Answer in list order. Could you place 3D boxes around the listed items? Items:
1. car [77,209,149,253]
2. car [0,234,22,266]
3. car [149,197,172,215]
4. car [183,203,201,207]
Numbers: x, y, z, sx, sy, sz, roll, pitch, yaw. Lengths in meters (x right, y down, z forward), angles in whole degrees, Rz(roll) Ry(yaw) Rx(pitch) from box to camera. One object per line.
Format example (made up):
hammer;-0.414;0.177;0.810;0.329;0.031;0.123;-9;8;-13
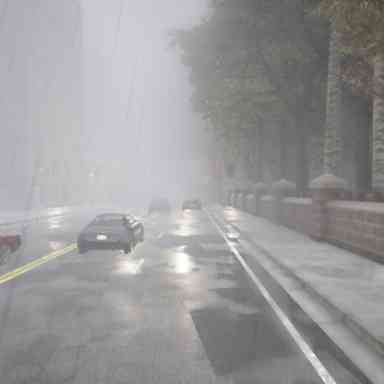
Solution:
car;-3.148;1.553;13.616;1.994;1.385;4.181;0;0;0
car;-6.567;1.594;8.750;1.895;1.301;4.718;0;0;0
car;-3.148;1.325;33.834;2.097;1.767;4.553;0;0;0
car;0.004;1.244;33.822;1.994;1.385;4.181;0;0;0
